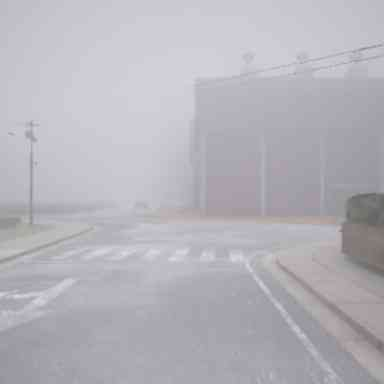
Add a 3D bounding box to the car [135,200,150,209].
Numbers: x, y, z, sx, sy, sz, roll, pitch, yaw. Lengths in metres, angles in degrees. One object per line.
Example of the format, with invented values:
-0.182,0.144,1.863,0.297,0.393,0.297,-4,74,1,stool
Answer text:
-7.995,1.993,53.297,1.837,1.490,4.892,0,-1,-1,car
